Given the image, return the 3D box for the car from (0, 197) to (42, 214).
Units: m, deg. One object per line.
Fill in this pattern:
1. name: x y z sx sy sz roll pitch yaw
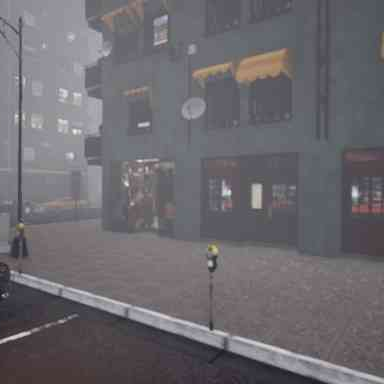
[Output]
1. car: -14.856 1.138 26.672 2.008 1.369 4.403 2 2 35

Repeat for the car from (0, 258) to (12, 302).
1. car: -5.304 1.489 6.658 4.403 1.369 2.008 1 0 36

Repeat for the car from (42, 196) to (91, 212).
1. car: -11.764 1.037 31.095 1.752 1.417 4.829 2 2 35
